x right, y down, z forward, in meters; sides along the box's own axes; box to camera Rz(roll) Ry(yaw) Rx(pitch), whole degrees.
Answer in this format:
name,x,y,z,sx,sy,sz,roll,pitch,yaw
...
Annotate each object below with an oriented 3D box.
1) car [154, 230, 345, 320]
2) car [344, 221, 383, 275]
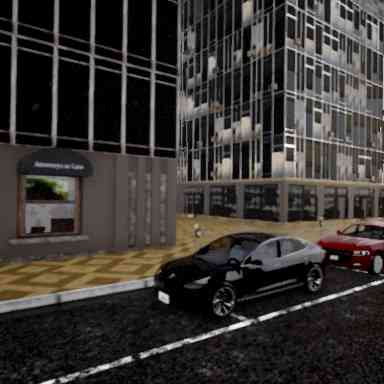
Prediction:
name,x,y,z,sx,sy,sz,roll,pitch,yaw
car,1.257,1.608,7.454,4.313,1.339,1.947,1,0,-36
car,5.872,1.630,10.755,4.507,1.381,1.887,1,0,-36
